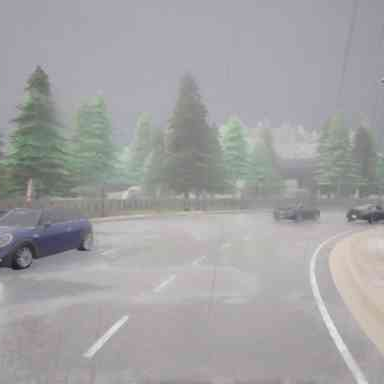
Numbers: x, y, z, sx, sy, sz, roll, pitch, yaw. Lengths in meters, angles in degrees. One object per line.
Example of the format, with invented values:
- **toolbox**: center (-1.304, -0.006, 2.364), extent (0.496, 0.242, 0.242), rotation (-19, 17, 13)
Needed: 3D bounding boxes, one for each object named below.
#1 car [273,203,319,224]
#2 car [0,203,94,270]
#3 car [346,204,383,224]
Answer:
- **car**: center (8.039, 1.567, 25.407), extent (2.128, 1.511, 4.902), rotation (1, 0, 44)
- **car**: center (-5.225, 1.282, 10.872), extent (2.097, 1.767, 4.553), rotation (1, 0, 17)
- **car**: center (13.881, 1.668, 25.983), extent (4.674, 1.442, 1.812), rotation (1, 0, -36)
